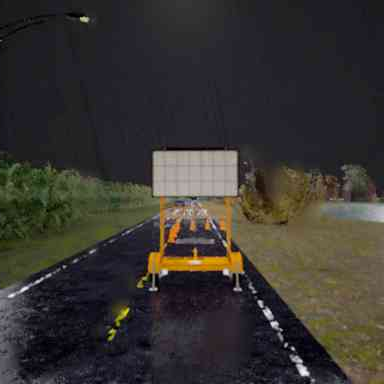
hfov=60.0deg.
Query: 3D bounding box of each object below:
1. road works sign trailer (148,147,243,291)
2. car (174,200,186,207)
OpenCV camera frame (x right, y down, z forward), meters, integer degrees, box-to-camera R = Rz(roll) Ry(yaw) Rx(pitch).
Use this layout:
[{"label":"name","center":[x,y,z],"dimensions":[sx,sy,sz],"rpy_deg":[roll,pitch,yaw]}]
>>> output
[{"label":"road works sign trailer","center":[0.091,0.556,9.287],"dimensions":[2.380,3.560,2.880],"rpy_deg":[0,-1,1]},{"label":"car","center":[-2.198,2.209,61.370],"dimensions":[1.812,1.442,4.674],"rpy_deg":[0,-1,1]}]
